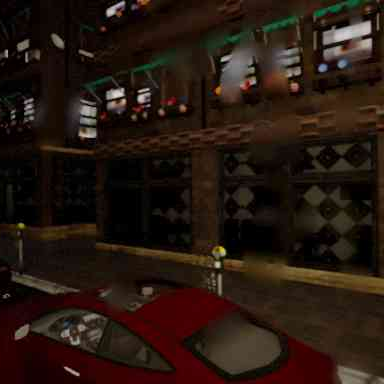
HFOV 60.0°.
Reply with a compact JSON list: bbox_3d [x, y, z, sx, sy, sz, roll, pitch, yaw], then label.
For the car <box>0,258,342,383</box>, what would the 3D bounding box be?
[{"bbox_3d":[-0.687,1.565,3.379,4.206,1.307,1.802,1,-1,36],"label":"car"}]
